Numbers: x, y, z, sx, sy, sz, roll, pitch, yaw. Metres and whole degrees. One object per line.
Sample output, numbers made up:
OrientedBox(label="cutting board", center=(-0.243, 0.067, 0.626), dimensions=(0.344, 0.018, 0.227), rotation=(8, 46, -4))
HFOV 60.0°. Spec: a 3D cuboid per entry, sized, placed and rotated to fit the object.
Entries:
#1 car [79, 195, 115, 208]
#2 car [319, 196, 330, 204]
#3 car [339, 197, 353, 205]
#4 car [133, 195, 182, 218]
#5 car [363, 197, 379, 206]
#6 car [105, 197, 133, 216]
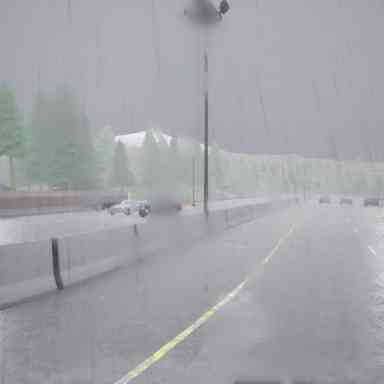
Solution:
OrientedBox(label="car", center=(-9.298, 1.009, 33.544), dimensions=(2.097, 1.767, 4.553), rotation=(0, 0, 22))
OrientedBox(label="car", center=(25.381, 1.492, 63.669), dimensions=(2.128, 1.511, 4.902), rotation=(0, 0, 22))
OrientedBox(label="car", center=(27.228, 1.526, 58.862), dimensions=(1.812, 1.442, 4.674), rotation=(0, 0, 22))
OrientedBox(label="car", center=(-2.814, 1.300, 30.904), dimensions=(2.150, 2.045, 5.566), rotation=(0, 0, 22))
OrientedBox(label="car", center=(29.140, 1.491, 54.195), dimensions=(2.128, 1.511, 4.902), rotation=(0, 0, 22))
OrientedBox(label="car", center=(-6.056, 1.443, 32.224), dimensions=(1.812, 1.442, 4.674), rotation=(0, 0, 22))
